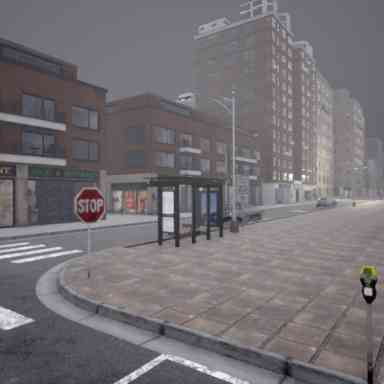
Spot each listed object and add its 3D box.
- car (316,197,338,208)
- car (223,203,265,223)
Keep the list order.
[{"bbox_3d":[18.610,1.441,45.800,2.033,1.411,5.357,0,0,35],"label":"car"},{"bbox_3d":[3.887,1.506,24.925,1.994,1.385,4.181,0,0,35],"label":"car"}]
